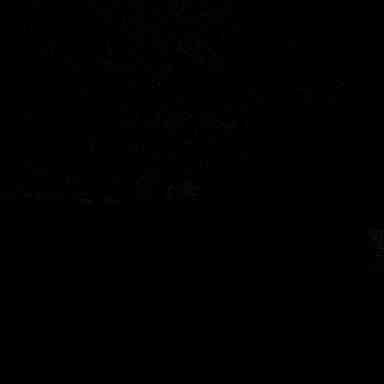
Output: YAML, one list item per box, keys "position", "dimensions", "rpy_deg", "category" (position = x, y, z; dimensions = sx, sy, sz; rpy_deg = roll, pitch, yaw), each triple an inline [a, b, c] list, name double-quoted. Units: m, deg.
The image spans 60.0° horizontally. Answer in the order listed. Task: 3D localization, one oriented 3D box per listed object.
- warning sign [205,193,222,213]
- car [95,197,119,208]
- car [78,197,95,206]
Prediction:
- position: [2.087, 1.033, 32.246]
  dimensions: [1.300, 1.860, 1.060]
  rpy_deg: [0, 0, -35]
  category: "warning sign"
- position: [-12.093, 1.525, 48.275]
  dimensions: [1.812, 1.442, 4.674]
  rpy_deg: [-1, 0, -34]
  category: "car"
- position: [-17.910, 1.600, 56.487]
  dimensions: [1.994, 1.385, 4.181]
  rpy_deg: [-1, 0, -35]
  category: "car"
